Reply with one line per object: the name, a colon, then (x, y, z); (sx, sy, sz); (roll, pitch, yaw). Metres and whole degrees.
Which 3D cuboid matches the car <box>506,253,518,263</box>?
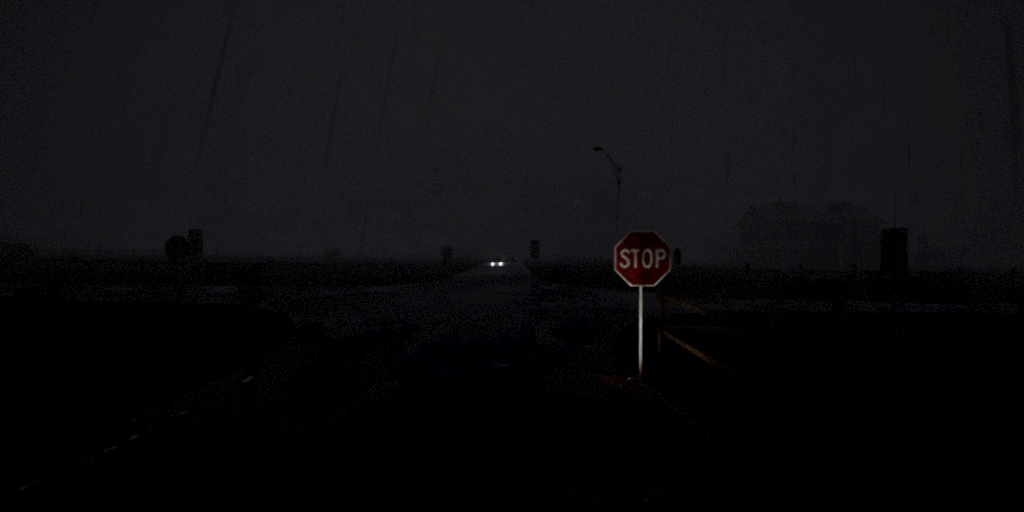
car: (0.002, 0.474, 61.852); (1.994, 1.385, 4.181); (0, 1, 0)
